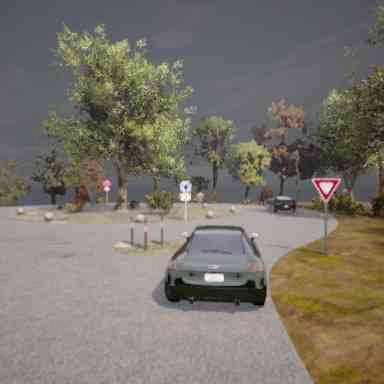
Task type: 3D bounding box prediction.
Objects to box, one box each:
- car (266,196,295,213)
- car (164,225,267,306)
[{"bbox_3d":[8.305,1.080,31.381,1.882,1.535,5.008,1,1,3],"label":"car"},{"bbox_3d":[0.638,1.462,7.890,1.994,1.385,4.181,0,1,7],"label":"car"}]
